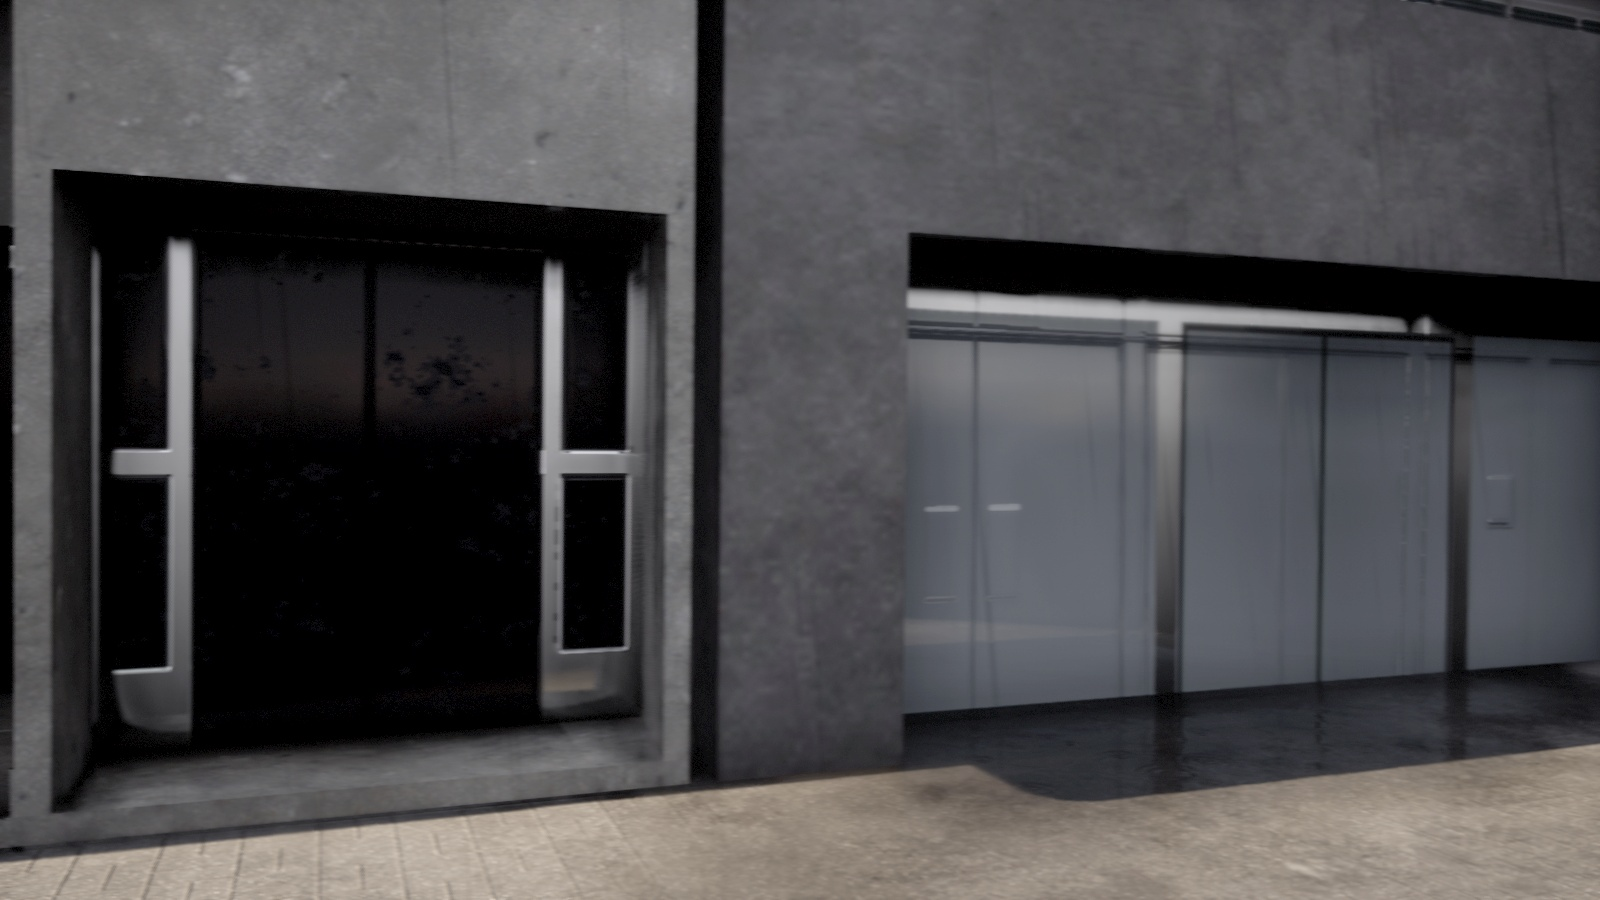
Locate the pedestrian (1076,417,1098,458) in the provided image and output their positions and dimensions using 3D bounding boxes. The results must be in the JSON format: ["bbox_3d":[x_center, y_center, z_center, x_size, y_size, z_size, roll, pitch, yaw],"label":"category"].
[{"bbox_3d":[13.774,-0.622,60.267,0.659,1.952,0.873,-1,1,-22],"label":"pedestrian"}]
